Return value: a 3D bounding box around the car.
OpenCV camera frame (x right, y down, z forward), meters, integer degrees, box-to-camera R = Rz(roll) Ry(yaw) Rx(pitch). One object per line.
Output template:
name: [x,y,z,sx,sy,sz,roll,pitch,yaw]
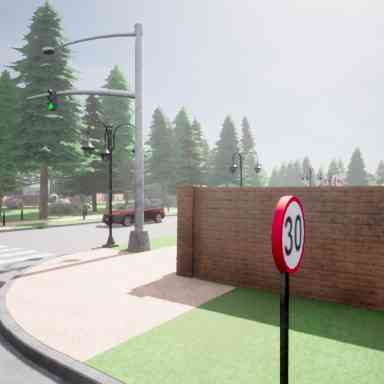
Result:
car: [-3.957,1.464,23.114,1.882,1.535,5.008,0,0,35]
